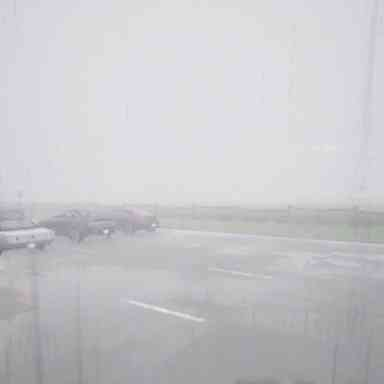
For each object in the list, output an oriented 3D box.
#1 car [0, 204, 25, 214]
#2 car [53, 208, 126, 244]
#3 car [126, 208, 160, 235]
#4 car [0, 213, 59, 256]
[{"bbox_3d":[-16.251,1.755,28.384,5.008,1.535,1.882,0,0,36],"label":"car"},{"bbox_3d":[-5.935,1.627,16.715,4.902,1.511,2.128,-1,0,36],"label":"car"},{"bbox_3d":[-3.968,1.661,19.613,4.674,1.442,1.812,0,0,36],"label":"car"},{"bbox_3d":[-7.813,1.734,13.753,4.718,1.301,1.895,-1,0,36],"label":"car"}]
